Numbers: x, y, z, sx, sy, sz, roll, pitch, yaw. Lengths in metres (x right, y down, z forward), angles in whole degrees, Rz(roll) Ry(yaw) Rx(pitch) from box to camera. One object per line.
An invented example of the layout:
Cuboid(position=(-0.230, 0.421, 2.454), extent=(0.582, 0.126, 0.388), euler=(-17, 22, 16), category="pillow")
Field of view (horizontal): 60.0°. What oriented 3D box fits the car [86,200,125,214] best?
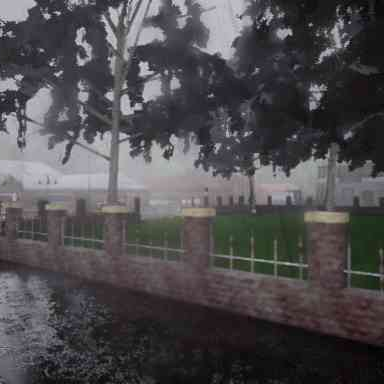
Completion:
Cuboid(position=(-9.416, 1.616, 36.024), extent=(1.882, 1.535, 5.008), euler=(0, 0, 36), category="car")
